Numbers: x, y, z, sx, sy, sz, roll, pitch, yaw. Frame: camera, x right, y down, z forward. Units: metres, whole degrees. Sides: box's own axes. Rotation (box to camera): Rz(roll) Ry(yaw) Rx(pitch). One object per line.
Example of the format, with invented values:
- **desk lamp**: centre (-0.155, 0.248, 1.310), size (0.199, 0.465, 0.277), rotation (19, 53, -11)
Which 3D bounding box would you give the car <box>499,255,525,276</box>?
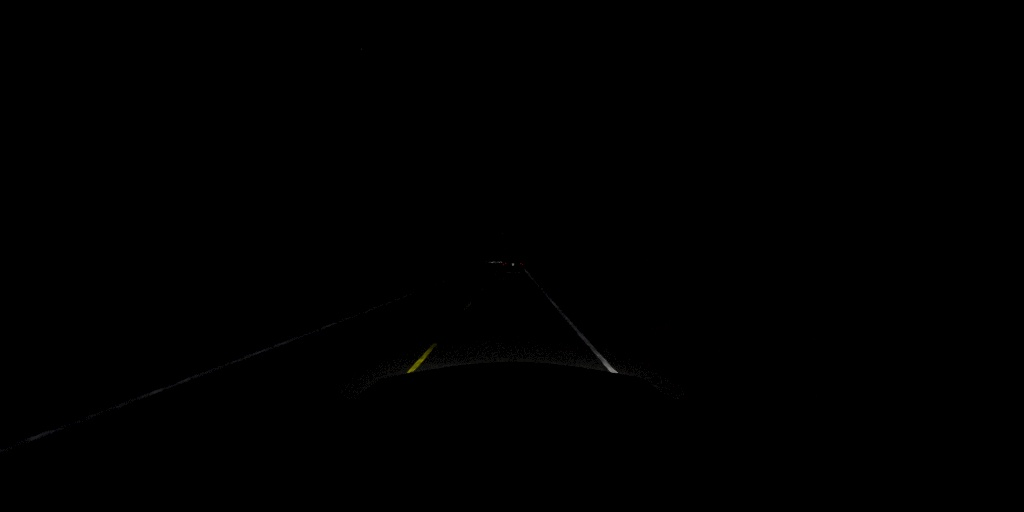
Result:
- **car**: centre (0.094, 0.867, 35.828), size (2.150, 2.045, 5.566), rotation (0, 0, 0)
